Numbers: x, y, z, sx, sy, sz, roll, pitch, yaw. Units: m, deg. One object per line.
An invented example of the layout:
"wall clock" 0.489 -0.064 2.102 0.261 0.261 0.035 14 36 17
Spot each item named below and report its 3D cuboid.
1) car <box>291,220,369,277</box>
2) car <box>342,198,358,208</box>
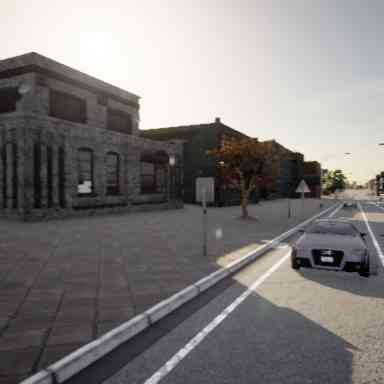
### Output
"car" 4.409 1.586 10.479 1.994 1.385 4.181 0 0 26
"car" 24.524 1.743 51.607 2.128 1.511 4.902 0 0 26
